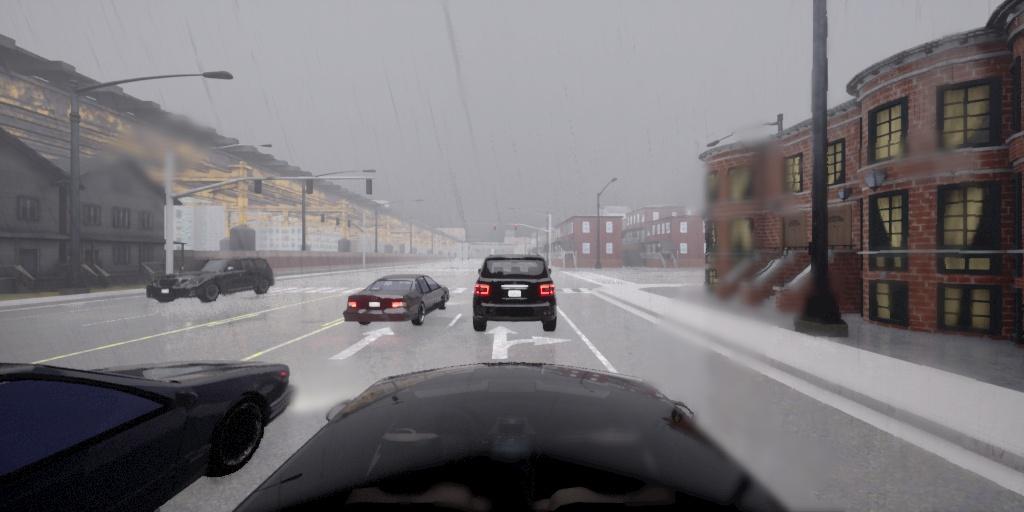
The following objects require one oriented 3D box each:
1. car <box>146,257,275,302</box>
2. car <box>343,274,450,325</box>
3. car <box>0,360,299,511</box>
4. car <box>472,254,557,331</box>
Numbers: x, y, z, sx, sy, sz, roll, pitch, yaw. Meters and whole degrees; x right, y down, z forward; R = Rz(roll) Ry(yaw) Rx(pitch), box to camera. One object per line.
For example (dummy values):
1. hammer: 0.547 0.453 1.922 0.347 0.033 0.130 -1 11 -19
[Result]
1. car: -14.018 1.067 17.242 2.150 2.045 5.566 0 0 0
2. car: -3.443 1.297 11.757 2.033 1.411 5.357 0 0 2
3. car: -3.388 1.297 1.686 2.033 1.411 5.357 0 0 -1
4. car: 0.082 0.971 11.076 2.150 2.045 5.566 0 0 0
